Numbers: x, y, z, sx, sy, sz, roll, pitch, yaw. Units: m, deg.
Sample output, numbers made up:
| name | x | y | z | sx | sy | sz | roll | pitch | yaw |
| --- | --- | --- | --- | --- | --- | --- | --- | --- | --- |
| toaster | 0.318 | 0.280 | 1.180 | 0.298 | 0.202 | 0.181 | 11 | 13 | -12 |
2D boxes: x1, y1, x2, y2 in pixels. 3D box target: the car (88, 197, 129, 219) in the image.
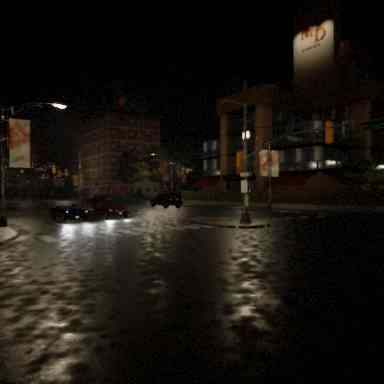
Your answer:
| name | x | y | z | sx | sy | sz | roll | pitch | yaw |
| --- | --- | --- | --- | --- | --- | --- | --- | --- | --- |
| car | -7.151 | 1.453 | 28.821 | 1.812 | 1.442 | 4.674 | 0 | 0 | -36 |

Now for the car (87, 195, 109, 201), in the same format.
| name | x | y | z | sx | sy | sz | roll | pitch | yaw |
| --- | --- | --- | --- | --- | --- | --- | --- | --- | --- |
| car | -14.683 | 1.228 | 52.575 | 4.553 | 1.767 | 2.097 | 0 | 0 | 39 |

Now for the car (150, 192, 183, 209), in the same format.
| name | x | y | z | sx | sy | sz | roll | pitch | yaw |
| --- | --- | --- | --- | --- | --- | --- | --- | --- | --- |
| car | -3.381 | 1.073 | 43.528 | 2.150 | 2.045 | 5.566 | 0 | 0 | -36 |

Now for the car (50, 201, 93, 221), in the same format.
| name | x | y | z | sx | sy | sz | roll | pitch | yaw |
| --- | --- | --- | --- | --- | --- | --- | --- | --- | --- |
| car | -9.800 | 1.551 | 26.511 | 1.895 | 1.301 | 4.718 | 0 | 0 | -36 |
